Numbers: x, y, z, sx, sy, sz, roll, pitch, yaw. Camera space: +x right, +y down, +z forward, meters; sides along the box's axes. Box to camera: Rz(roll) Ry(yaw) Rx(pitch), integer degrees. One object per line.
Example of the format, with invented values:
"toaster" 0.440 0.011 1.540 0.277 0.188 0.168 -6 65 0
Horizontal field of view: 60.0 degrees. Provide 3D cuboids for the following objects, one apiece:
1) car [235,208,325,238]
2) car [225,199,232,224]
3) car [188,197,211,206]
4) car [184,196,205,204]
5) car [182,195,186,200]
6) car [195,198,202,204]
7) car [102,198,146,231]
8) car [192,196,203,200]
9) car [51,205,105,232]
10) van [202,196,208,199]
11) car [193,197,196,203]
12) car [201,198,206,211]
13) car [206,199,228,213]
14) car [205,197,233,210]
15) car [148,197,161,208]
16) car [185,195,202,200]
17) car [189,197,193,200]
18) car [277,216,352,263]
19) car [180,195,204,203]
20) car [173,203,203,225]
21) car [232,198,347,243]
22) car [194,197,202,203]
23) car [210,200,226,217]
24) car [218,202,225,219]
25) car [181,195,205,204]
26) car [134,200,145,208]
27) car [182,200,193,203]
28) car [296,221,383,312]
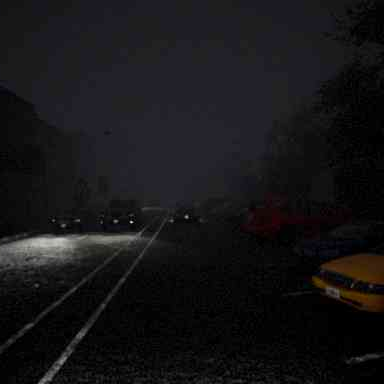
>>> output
"car" 5.024 1.691 18.992 4.674 1.452 2.002 1 0 -22
"car" 4.900 1.554 21.959 4.553 1.767 2.185 1 -1 -22
"car" 1.564 2.063 72.352 4.553 1.767 2.185 1 0 -26
"car" 0.674 2.000 81.250 4.553 1.767 2.185 0 1 -27
"car" 1.266 1.926 75.306 5.566 2.045 2.435 1 1 -26
"car" 3.594 1.983 48.665 5.008 1.535 2.097 1 -1 -24
"car" -4.689 1.433 22.829 2.150 2.045 5.566 0 -1 -2
"car" 2.955 1.968 57.566 4.553 1.767 2.185 1 -1 -25
"car" -7.452 1.692 21.532 2.128 1.511 4.902 0 -1 -2
"van" 4.076 1.686 42.795 4.442 1.987 1.878 1 -1 -24
"car" 3.326 2.057 54.674 5.366 1.575 1.946 1 -1 -25
"car" 4.149 1.874 39.770 5.008 1.535 2.097 1 -1 -23
"car" 4.445 1.806 33.841 5.008 1.535 2.097 1 -1 -23
"car" 4.271 1.713 36.802 4.553 1.767 2.185 1 -1 -23
"car" -7.090 1.913 63.248 2.150 2.045 5.566 0 0 -5
"car" 2.188 1.929 66.461 5.566 2.045 2.435 1 -1 -25
"car" 2.678 2.129 60.519 5.008 1.535 2.097 1 -1 -25
"car" 5.220 1.610 10.085 4.674 1.452 2.002 1 0 -21
"car" -0.018 1.799 87.156 5.566 2.045 2.435 0 0 -27
"car" -0.461 1.804 26.062 1.994 1.385 4.181 0 -1 -2
"car" 5.128 1.372 16.043 5.566 2.045 2.435 1 -1 -22
"car" 3.370 2.019 51.634 5.008 1.535 2.097 1 -1 -24
"car" 4.560 1.802 30.859 4.792 1.488 2.163 1 0 -23
"car" 4.838 1.712 24.931 4.892 1.521 2.231 1 0 -22
"car" 0.285 1.837 84.169 5.566 2.045 2.435 0 1 -27
"car" -9.849 2.214 62.596 1.812 1.442 4.674 0 0 -4
"car" -1.244 2.023 42.071 1.895 1.301 4.718 0 -1 -3
"car" 5.087 1.538 7.048 5.366 1.575 1.946 1 0 -21
